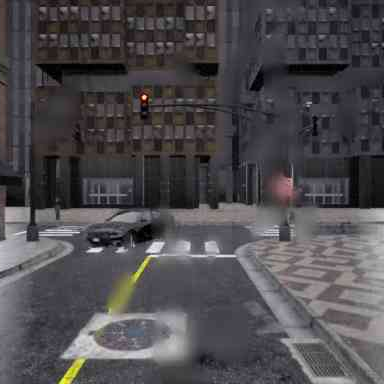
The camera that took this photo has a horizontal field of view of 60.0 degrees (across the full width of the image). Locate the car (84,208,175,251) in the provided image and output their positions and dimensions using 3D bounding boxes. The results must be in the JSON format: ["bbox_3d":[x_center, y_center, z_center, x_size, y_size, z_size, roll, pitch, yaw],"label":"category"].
[{"bbox_3d":[-2.513,1.477,14.412,1.882,1.535,5.008,-2,-1,24],"label":"car"}]

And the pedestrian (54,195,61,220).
[{"bbox_3d":[-9.842,1.152,24.394,0.375,1.860,0.375,0,0,1],"label":"pedestrian"}]
